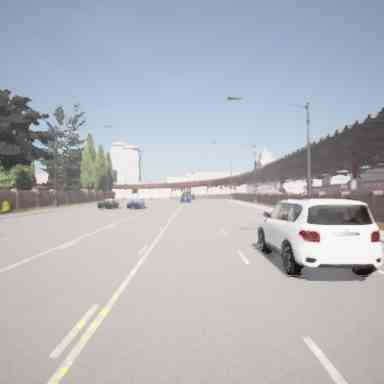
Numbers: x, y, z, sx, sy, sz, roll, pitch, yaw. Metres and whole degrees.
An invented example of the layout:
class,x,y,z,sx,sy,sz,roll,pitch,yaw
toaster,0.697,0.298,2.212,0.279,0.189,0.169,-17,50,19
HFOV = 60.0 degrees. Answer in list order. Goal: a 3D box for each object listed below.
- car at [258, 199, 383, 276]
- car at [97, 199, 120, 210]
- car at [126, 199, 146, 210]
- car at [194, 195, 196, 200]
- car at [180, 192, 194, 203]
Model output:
class,x,y,z,sx,sy,sz,roll,pitch,yaw
car,3.599,1.207,10.423,2.150,2.045,5.566,0,0,0
car,-10.579,1.544,42.241,1.895,1.301,4.718,0,0,0
car,-7.079,1.544,42.241,1.895,1.301,4.718,0,0,0
car,-0.232,1.231,85.458,1.812,1.442,4.674,0,0,-4
car,-1.239,1.262,66.047,2.097,1.767,4.553,0,0,0
